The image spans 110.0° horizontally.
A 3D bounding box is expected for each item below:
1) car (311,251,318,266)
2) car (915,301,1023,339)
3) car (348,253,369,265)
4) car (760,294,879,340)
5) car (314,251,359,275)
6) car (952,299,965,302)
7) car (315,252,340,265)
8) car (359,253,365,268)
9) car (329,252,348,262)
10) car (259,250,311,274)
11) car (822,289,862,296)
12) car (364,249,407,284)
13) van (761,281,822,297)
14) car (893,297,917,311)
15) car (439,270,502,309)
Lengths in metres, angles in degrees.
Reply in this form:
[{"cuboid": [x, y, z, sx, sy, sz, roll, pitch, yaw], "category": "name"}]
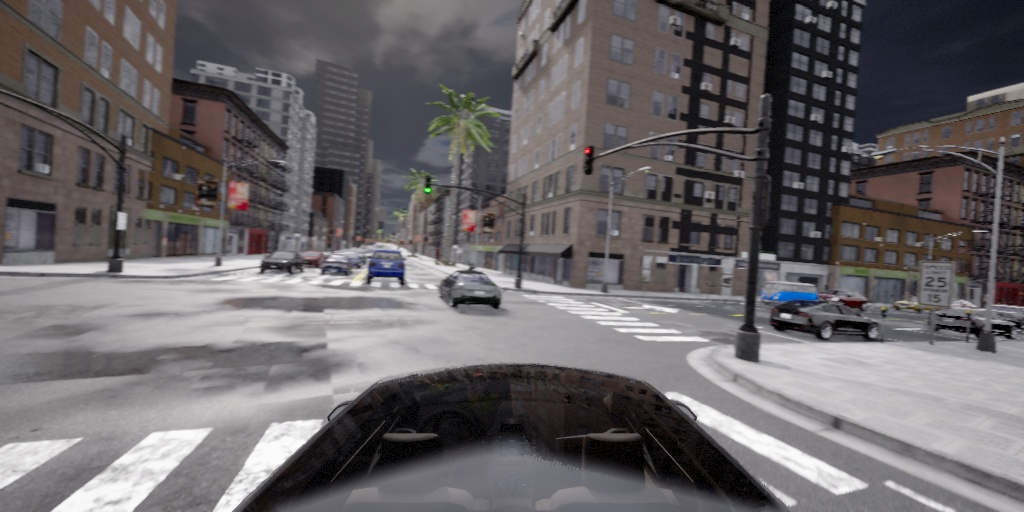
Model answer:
[{"cuboid": [-18.893, 0.237, 33.874, 1.882, 1.535, 5.008, 4, 0, -19], "category": "car"}, {"cuboid": [22.435, 3.213, 17.547, 4.313, 1.339, 1.948, 0, 0, -19], "category": "car"}, {"cuboid": [-19.744, 0.342, 46.313, 2.033, 1.411, 5.357, 4, 0, -19], "category": "car"}, {"cuboid": [12.068, 2.413, 13.975, 4.313, 1.339, 1.948, 0, 0, -19], "category": "car"}, {"cuboid": [-13.239, 0.629, 27.418, 2.033, 1.411, 5.357, 4, 0, -19], "category": "car"}, {"cuboid": [40.405, 4.605, 32.754, 4.207, 1.307, 1.802, 0, 0, -19], "category": "car"}, {"cuboid": [-21.924, 0.225, 42.712, 1.895, 1.301, 4.718, 4, 0, -19], "category": "car"}, {"cuboid": [-16.329, 0.474, 36.370, 1.812, 1.442, 4.674, 4, 0, -19], "category": "car"}, {"cuboid": [-25.259, 0.070, 52.251, 1.895, 1.301, 4.718, 4, 0, -19], "category": "car"}, {"cuboid": [-15.782, 0.371, 24.883, 1.882, 1.535, 5.008, 4, 0, -19], "category": "car"}, {"cuboid": [24.858, 3.249, 27.396, 4.097, 1.591, 1.967, 0, 0, -19], "category": "car"}, {"cuboid": [-7.950, 0.617, 22.776, 2.150, 2.045, 5.566, 4, 0, -19], "category": "car"}, {"cuboid": [19.675, 2.749, 25.610, 3.998, 1.789, 1.690, 0, 0, -19], "category": "van"}, {"cuboid": [35.062, 4.142, 30.913, 4.829, 1.417, 1.751, 0, 0, -19], "category": "car"}, {"cuboid": [-1.855, 1.297, 15.097, 1.994, 1.385, 4.181, 4, 0, -19], "category": "car"}]
